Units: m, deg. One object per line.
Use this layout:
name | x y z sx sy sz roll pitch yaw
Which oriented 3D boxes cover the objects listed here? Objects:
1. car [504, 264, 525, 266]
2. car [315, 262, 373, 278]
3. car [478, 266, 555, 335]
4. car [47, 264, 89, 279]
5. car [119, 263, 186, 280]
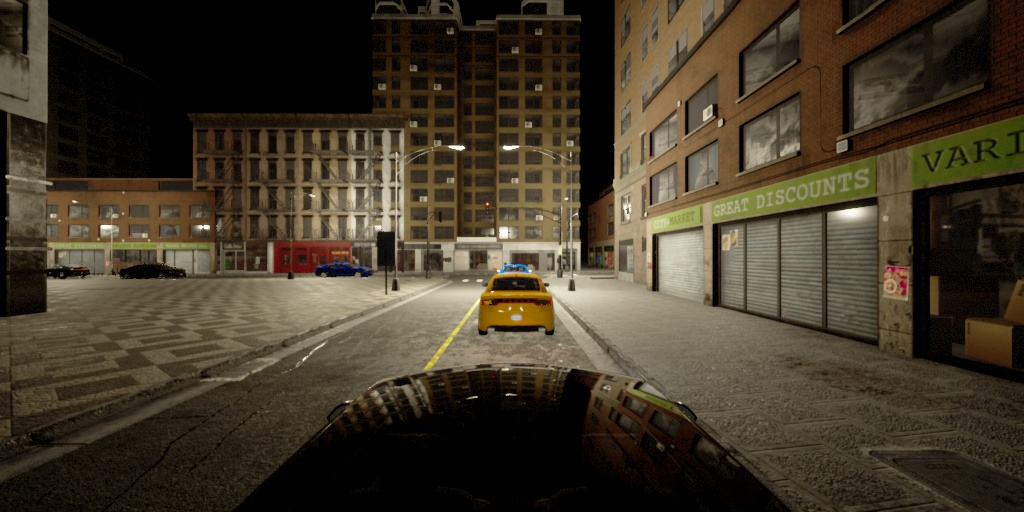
car | 0.142 1.219 20.678 1.882 1.535 5.008 0 0 0
car | -15.452 1.325 33.169 5.008 1.535 1.882 0 0 0
car | 0.116 1.225 10.493 1.882 1.535 5.008 0 0 0
car | -45.587 1.541 35.994 4.902 1.511 2.128 0 0 0
car | -32.933 1.444 32.979 5.008 1.535 1.882 0 0 -1
